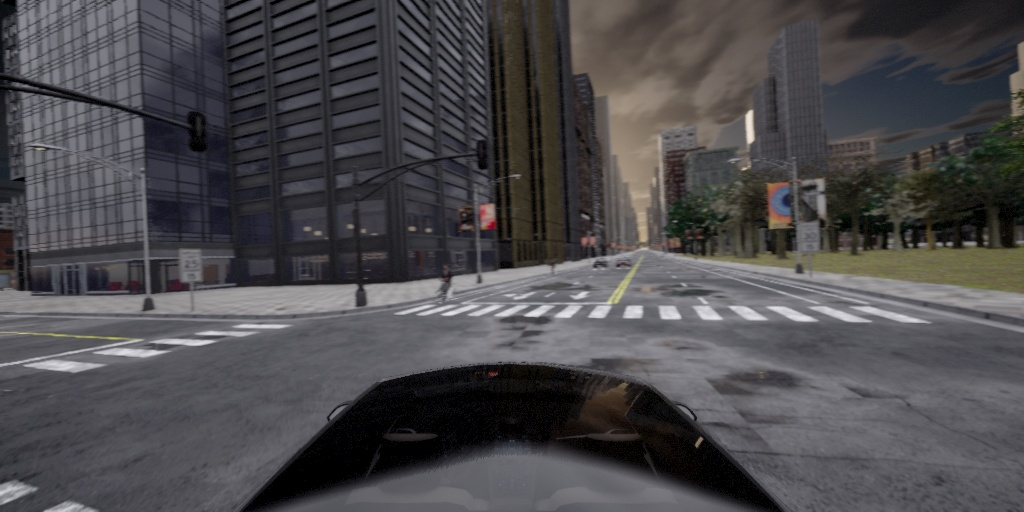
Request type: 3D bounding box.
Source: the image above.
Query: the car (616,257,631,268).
[{"bbox_3d":[16.289,0.919,52.201,1.994,1.385,4.181,-3,-1,20],"label":"car"}]

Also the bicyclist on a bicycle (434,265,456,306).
[{"bbox_3d":[-2.997,1.274,15.975,0.659,1.776,1.843,-3,0,20],"label":"bicyclist on a bicycle"}]

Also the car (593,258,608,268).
[{"bbox_3d":[13.244,1.046,53.330,2.033,1.411,5.357,-3,-1,20],"label":"car"}]

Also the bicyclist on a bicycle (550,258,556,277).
[{"bbox_3d":[3.926,1.111,34.672,0.659,1.776,1.843,-3,-1,20],"label":"bicyclist on a bicycle"}]
